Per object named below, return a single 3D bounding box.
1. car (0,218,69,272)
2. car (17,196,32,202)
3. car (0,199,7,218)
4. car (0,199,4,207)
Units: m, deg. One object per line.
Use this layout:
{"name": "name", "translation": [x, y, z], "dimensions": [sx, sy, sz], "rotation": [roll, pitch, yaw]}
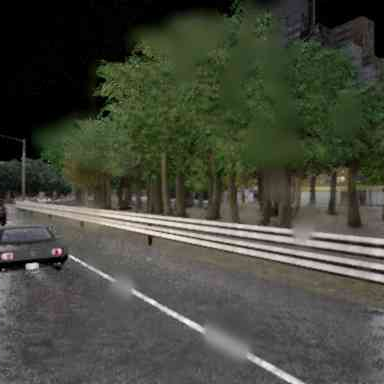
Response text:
{"name": "car", "translation": [-5.527, 1.708, 10.721], "dimensions": [1.895, 1.301, 4.718], "rotation": [0, -1, -35]}
{"name": "car", "translation": [-42.194, 2.038, 84.198], "dimensions": [2.150, 2.045, 5.566], "rotation": [0, 0, -3]}
{"name": "car", "translation": [-14.926, 1.460, 24.271], "dimensions": [2.150, 2.045, 5.566], "rotation": [0, -1, -35]}
{"name": "car", "translation": [-38.388, 2.157, 64.656], "dimensions": [2.128, 1.511, 4.902], "rotation": [0, -1, -17]}
